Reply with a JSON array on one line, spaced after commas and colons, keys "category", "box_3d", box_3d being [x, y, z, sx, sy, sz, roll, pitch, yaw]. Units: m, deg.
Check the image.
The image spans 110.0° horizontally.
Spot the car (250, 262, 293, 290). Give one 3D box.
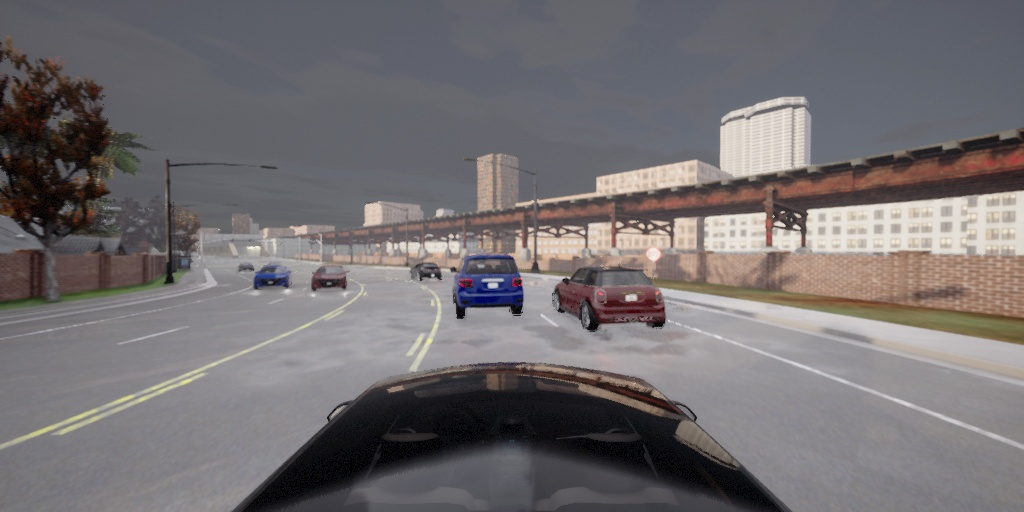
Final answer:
[{"category": "car", "box_3d": [-16.132, 1.392, 24.398, 1.882, 1.535, 5.008, -1, 0, -28]}]

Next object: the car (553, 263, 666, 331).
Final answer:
[{"category": "car", "box_3d": [2.741, 1.078, 11.164, 2.097, 1.767, 4.553, 0, 0, -7]}]

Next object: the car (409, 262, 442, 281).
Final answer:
[{"category": "car", "box_3d": [-7.460, 1.293, 30.724, 1.837, 1.490, 4.892, 0, 0, -28]}]

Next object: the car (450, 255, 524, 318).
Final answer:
[{"category": "car", "box_3d": [-1.053, 0.971, 13.301, 2.150, 2.045, 5.566, 0, 0, -11]}]

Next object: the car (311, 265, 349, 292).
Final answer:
[{"category": "car", "box_3d": [-11.483, 1.328, 22.759, 1.882, 1.535, 5.008, 0, 0, -25]}]
